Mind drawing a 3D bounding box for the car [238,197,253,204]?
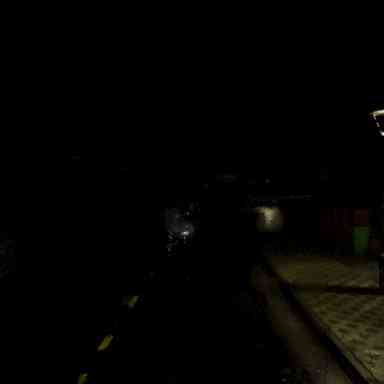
[{"bbox_3d":[10.593,1.694,65.415,2.033,1.411,5.357,0,0,22],"label":"car"}]

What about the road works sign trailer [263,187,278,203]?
[{"bbox_3d":[16.922,0.638,73.025,2.380,3.560,2.880,-1,0,28],"label":"road works sign trailer"}]

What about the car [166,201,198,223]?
[{"bbox_3d":[-0.692,1.495,25.525,2.128,1.511,4.902,0,0,9],"label":"car"}]
